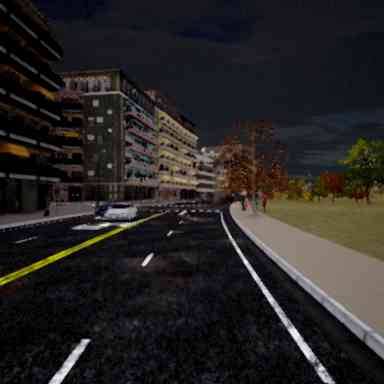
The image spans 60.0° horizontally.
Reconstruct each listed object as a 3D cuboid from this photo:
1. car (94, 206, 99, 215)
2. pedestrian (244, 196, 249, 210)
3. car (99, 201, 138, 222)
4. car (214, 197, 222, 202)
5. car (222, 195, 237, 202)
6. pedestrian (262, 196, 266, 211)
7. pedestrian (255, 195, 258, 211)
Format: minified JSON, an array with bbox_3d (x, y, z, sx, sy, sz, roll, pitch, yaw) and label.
[{"bbox_3d":[-8.381,1.643,34.768,2.033,1.411,5.357,0,0,5],"label":"car"},{"bbox_3d":[6.584,1.310,40.805,0.375,1.860,0.375,0,0,5],"label":"pedestrian"},{"bbox_3d":[-5.693,1.595,27.212,1.812,1.442,4.674,0,0,4],"label":"car"},{"bbox_3d":[7.380,2.082,94.290,2.128,1.511,4.902,0,-1,13],"label":"car"},{"bbox_3d":[10.467,1.779,93.211,2.150,2.045,5.566,0,-1,13],"label":"car"},{"bbox_3d":[8.692,1.356,40.001,0.375,1.860,0.375,0,0,5],"label":"pedestrian"},{"bbox_3d":[7.640,1.306,39.499,0.375,1.860,0.375,0,0,5],"label":"pedestrian"}]
